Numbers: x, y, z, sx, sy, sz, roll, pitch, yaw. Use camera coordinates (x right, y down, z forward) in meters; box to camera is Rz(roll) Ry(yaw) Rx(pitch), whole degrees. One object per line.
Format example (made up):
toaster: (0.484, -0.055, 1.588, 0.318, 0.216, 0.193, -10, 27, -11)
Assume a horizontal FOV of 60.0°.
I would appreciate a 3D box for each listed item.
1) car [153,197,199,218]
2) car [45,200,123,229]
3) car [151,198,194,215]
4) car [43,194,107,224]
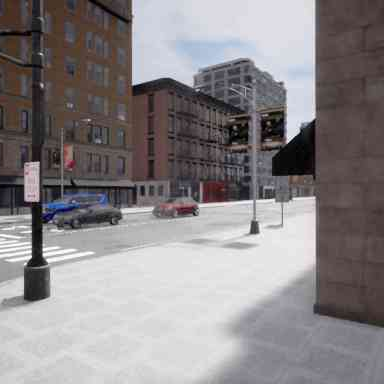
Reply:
car: (-1.328, 1.256, 28.697, 2.097, 1.767, 4.553, 0, 0, 35)
car: (-6.542, 1.468, 21.301, 1.812, 1.442, 4.674, 0, 0, 37)
car: (-1.854, 1.421, 33.595, 1.812, 1.442, 4.674, 0, 0, 35)
car: (-8.543, 1.166, 24.106, 2.150, 2.045, 5.566, 0, 0, 35)
